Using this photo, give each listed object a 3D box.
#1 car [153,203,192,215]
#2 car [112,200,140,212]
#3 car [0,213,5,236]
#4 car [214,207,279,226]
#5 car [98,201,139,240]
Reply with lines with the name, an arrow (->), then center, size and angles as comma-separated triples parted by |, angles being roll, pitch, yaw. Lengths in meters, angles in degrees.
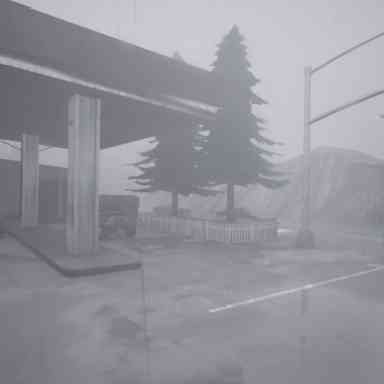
car -> -2.011, 1.830, 33.388 | 1.895, 1.301, 4.718 | 1, 0, -35
car -> -8.461, 1.717, 42.527 | 1.994, 1.385, 4.181 | 1, 0, -35
car -> -11.774, 1.518, 18.393 | 2.242, 1.667, 4.611 | 1, 0, -36
car -> 3.934, 1.847, 24.989 | 2.033, 1.411, 5.357 | 1, 0, -35
car -> -4.643, 1.462, 18.200 | 1.905, 1.878, 3.866 | 1, 0, -36
